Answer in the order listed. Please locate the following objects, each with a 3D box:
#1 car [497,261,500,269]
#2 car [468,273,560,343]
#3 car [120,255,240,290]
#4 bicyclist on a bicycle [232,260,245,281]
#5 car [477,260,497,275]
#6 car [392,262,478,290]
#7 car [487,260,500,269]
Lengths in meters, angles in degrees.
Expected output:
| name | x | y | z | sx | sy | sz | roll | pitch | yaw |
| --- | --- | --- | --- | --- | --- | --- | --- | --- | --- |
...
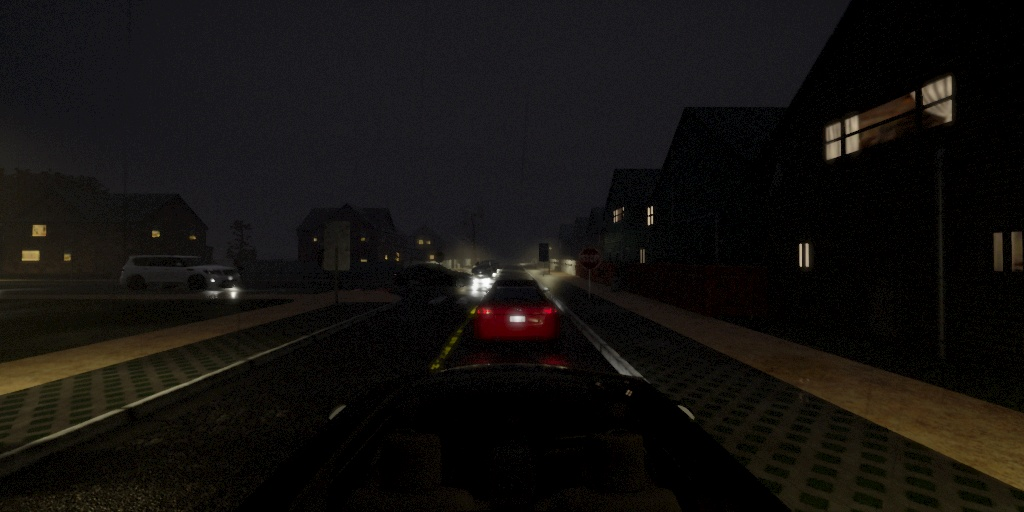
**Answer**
| name | x | y | z | sx | sy | sz | roll | pitch | yaw |
| --- | --- | --- | --- | --- | --- | --- | --- | --- | --- |
| car | -2.913 | 1.245 | 44.817 | 1.882 | 1.535 | 5.008 | 0 | 0 | 0 |
| car | 0.092 | 1.316 | 9.660 | 1.994 | 1.385 | 4.181 | 0 | 0 | -1 |
| car | -18.915 | 0.960 | 20.553 | 5.566 | 2.045 | 2.150 | 0 | -1 | -1 |
| bicyclist on a bicycle | -20.251 | 1.101 | 26.399 | 0.582 | 1.620 | 1.656 | 0 | 0 | -1 |
| car | -2.903 | 1.254 | 35.500 | 2.128 | 1.511 | 4.902 | 0 | 0 | 0 |
| car | -4.873 | 1.262 | 22.281 | 4.892 | 1.490 | 1.837 | 0 | 1 | -21 |
| car | -2.925 | 1.301 | 56.201 | 1.812 | 1.442 | 4.674 | 0 | 0 | 0 |
